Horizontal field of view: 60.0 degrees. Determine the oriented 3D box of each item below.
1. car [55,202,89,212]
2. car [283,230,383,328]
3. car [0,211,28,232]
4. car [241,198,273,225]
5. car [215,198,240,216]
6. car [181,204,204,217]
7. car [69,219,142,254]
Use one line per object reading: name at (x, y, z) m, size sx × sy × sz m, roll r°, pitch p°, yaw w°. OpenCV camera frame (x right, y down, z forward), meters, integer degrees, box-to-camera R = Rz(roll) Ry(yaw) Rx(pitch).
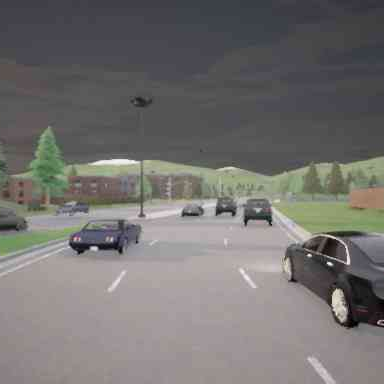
car at (-12.244, 1.646, 34.252) m, size 1.812 × 1.442 × 4.674 m, roll 0°, pitch -1°, yaw 11°
car at (3.419, 1.581, 7.153) m, size 1.837 × 1.490 × 4.892 m, roll 0°, pitch -1°, yaw -1°
car at (-12.106, 1.858, 20.128) m, size 1.994 × 1.385 × 4.181 m, roll 0°, pitch -1°, yaw 17°
car at (5.343, 1.534, 27.070) m, size 2.150 × 2.045 × 5.566 m, roll 0°, pitch -1°, yaw 11°
car at (3.994, 1.683, 38.566) m, size 2.150 × 2.045 × 5.566 m, roll 0°, pitch 0°, yaw 11°
car at (0.141, 2.018, 37.023) m, size 1.994 × 1.385 × 4.181 m, roll 0°, pitch -1°, yaw 11°
car at (-3.463, 1.791, 14.350) m, size 1.895 × 1.301 × 4.718 m, roll 0°, pitch -1°, yaw 3°
